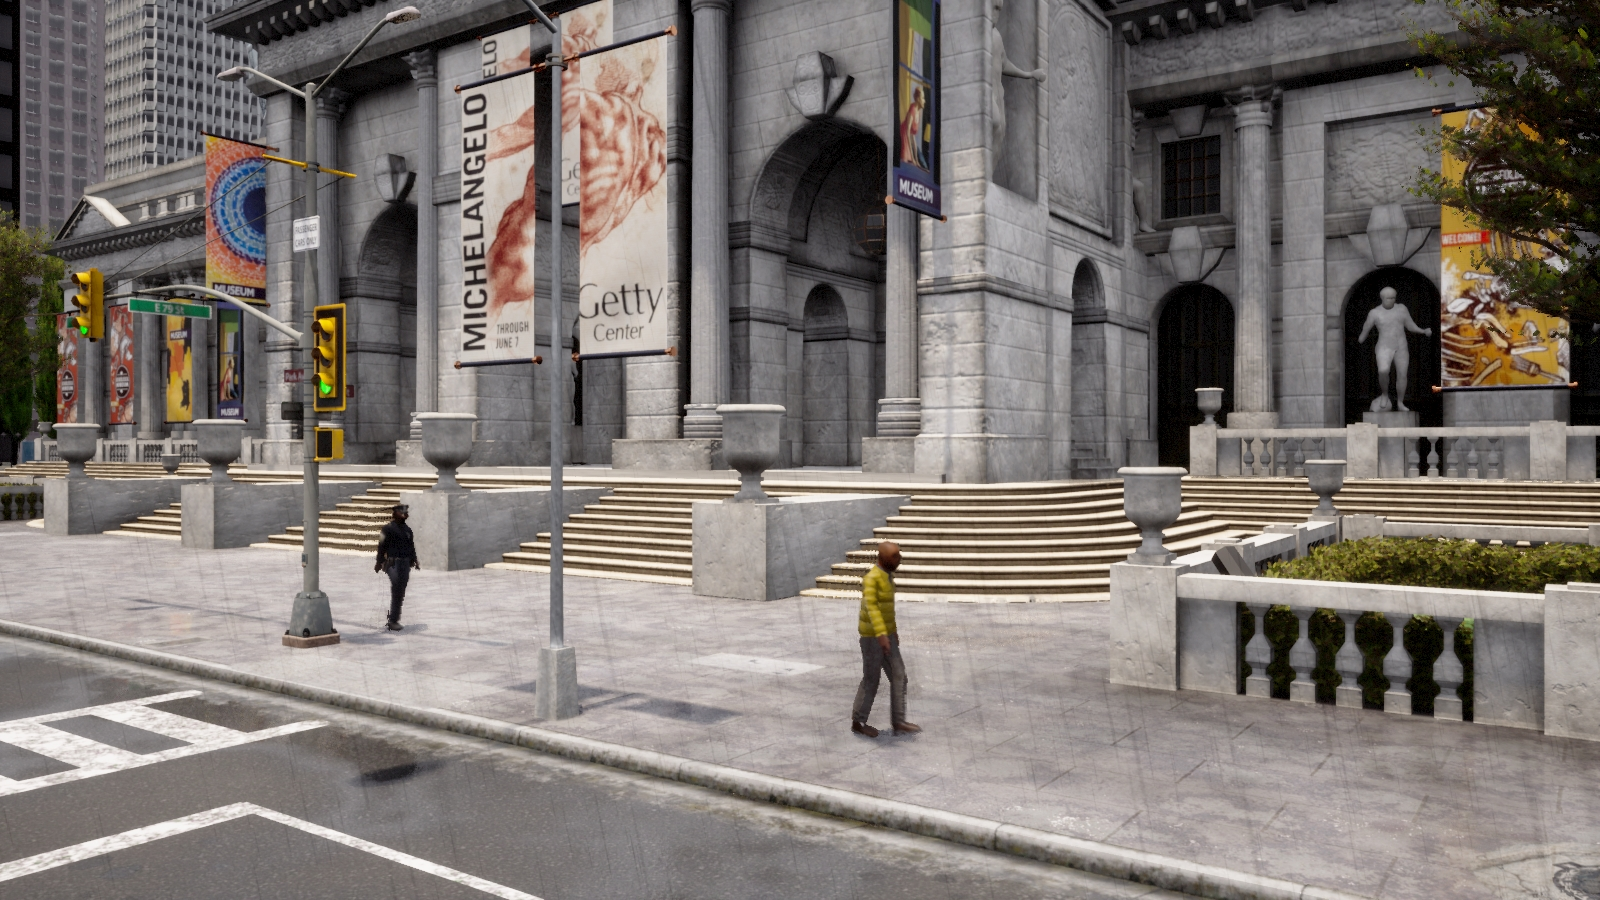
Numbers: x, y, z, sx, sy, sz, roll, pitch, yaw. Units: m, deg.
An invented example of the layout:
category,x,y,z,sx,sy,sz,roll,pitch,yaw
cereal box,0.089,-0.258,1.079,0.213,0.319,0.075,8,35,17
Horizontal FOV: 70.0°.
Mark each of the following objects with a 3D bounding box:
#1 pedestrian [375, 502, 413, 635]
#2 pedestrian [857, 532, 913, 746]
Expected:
category,x,y,z,sx,sy,sz,roll,pitch,yaw
pedestrian,-5.850,1.690,16.476,0.375,1.860,0.375,0,0,37
pedestrian,0.775,1.694,10.377,0.375,1.860,0.375,0,0,32
